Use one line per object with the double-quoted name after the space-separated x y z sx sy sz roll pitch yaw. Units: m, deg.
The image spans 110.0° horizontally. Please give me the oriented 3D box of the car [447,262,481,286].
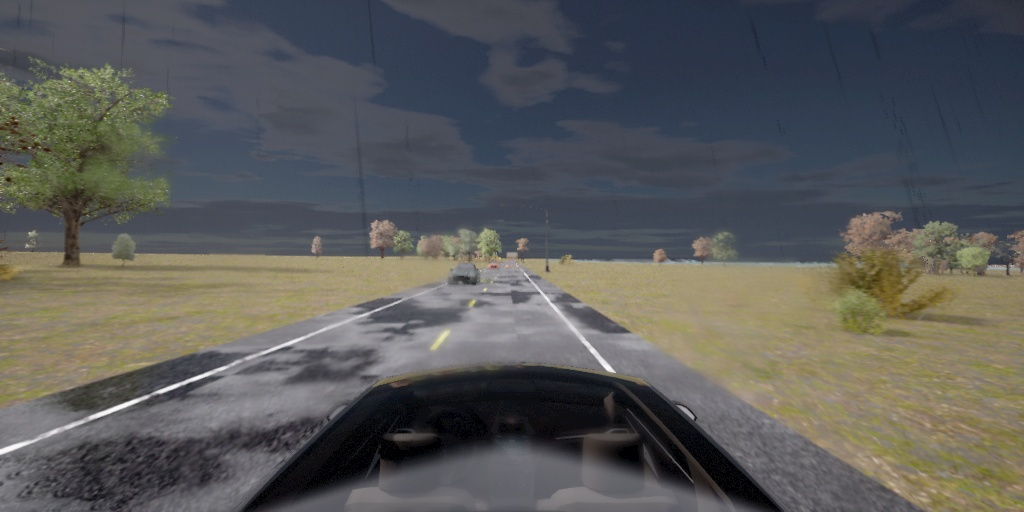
-3.593 1.334 27.525 2.097 1.767 4.553 0 -1 0 "car"
